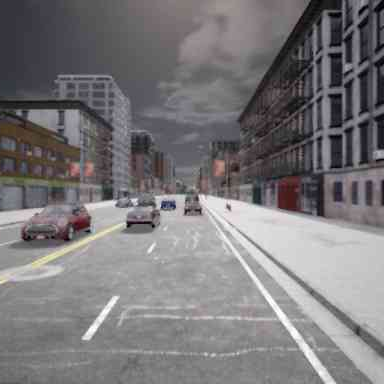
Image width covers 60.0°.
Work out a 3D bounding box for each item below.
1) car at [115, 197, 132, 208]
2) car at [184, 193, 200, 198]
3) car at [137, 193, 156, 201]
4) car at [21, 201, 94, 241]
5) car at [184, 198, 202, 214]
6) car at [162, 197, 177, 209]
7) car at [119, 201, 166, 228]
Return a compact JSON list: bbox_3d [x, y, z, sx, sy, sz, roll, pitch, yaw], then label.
[{"bbox_3d":[-9.796,1.527,48.267,1.812,1.442,4.674,0,0,0],"label":"car"},{"bbox_3d":[0.024,1.224,47.840,2.150,2.045,5.566,0,0,0],"label":"car"},{"bbox_3d":[-6.547,1.217,48.178,2.150,2.045,5.566,0,0,0],"label":"car"},{"bbox_3d":[-6.494,1.354,16.507,2.097,1.767,4.553,0,0,0],"label":"car"},{"bbox_3d":[0.107,1.601,34.921,1.895,1.301,4.718,0,0,0],"label":"car"},{"bbox_3d":[-3.133,1.478,45.778,1.882,1.535,5.008,0,0,0],"label":"car"},{"bbox_3d":[-3.141,1.548,22.231,2.033,1.411,5.357,0,0,0],"label":"car"}]
